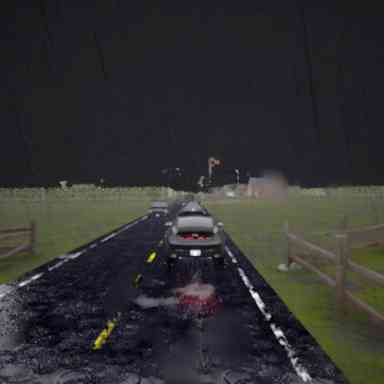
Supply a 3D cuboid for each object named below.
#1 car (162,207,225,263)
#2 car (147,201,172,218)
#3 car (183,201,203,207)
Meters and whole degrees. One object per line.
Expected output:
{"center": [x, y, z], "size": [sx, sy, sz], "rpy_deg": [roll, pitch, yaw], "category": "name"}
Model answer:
{"center": [0.098, 1.506, 11.957], "size": [1.837, 1.490, 4.892], "rpy_deg": [0, 0, 0], "category": "car"}
{"center": [-2.810, 1.560, 30.184], "size": [2.033, 1.411, 5.357], "rpy_deg": [0, 0, 0], "category": "car"}
{"center": [0.100, 1.578, 32.580], "size": [1.994, 1.385, 4.181], "rpy_deg": [0, 0, 0], "category": "car"}
